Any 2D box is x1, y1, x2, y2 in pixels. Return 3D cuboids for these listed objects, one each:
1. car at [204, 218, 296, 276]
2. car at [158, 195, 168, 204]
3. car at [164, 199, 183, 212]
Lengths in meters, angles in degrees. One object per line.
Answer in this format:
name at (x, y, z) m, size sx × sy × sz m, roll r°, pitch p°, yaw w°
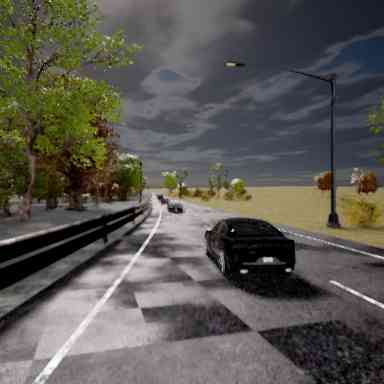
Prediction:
car at (1.607, 1.571, 10.762) m, size 1.882 × 1.535 × 5.008 m, roll 0°, pitch -1°, yaw -7°
car at (-6.097, 2.034, 76.272) m, size 1.994 × 1.385 × 4.181 m, roll 0°, pitch 0°, yaw -7°
car at (-2.299, 1.894, 43.956) m, size 1.895 × 1.301 × 4.718 m, roll 0°, pitch 0°, yaw -7°
